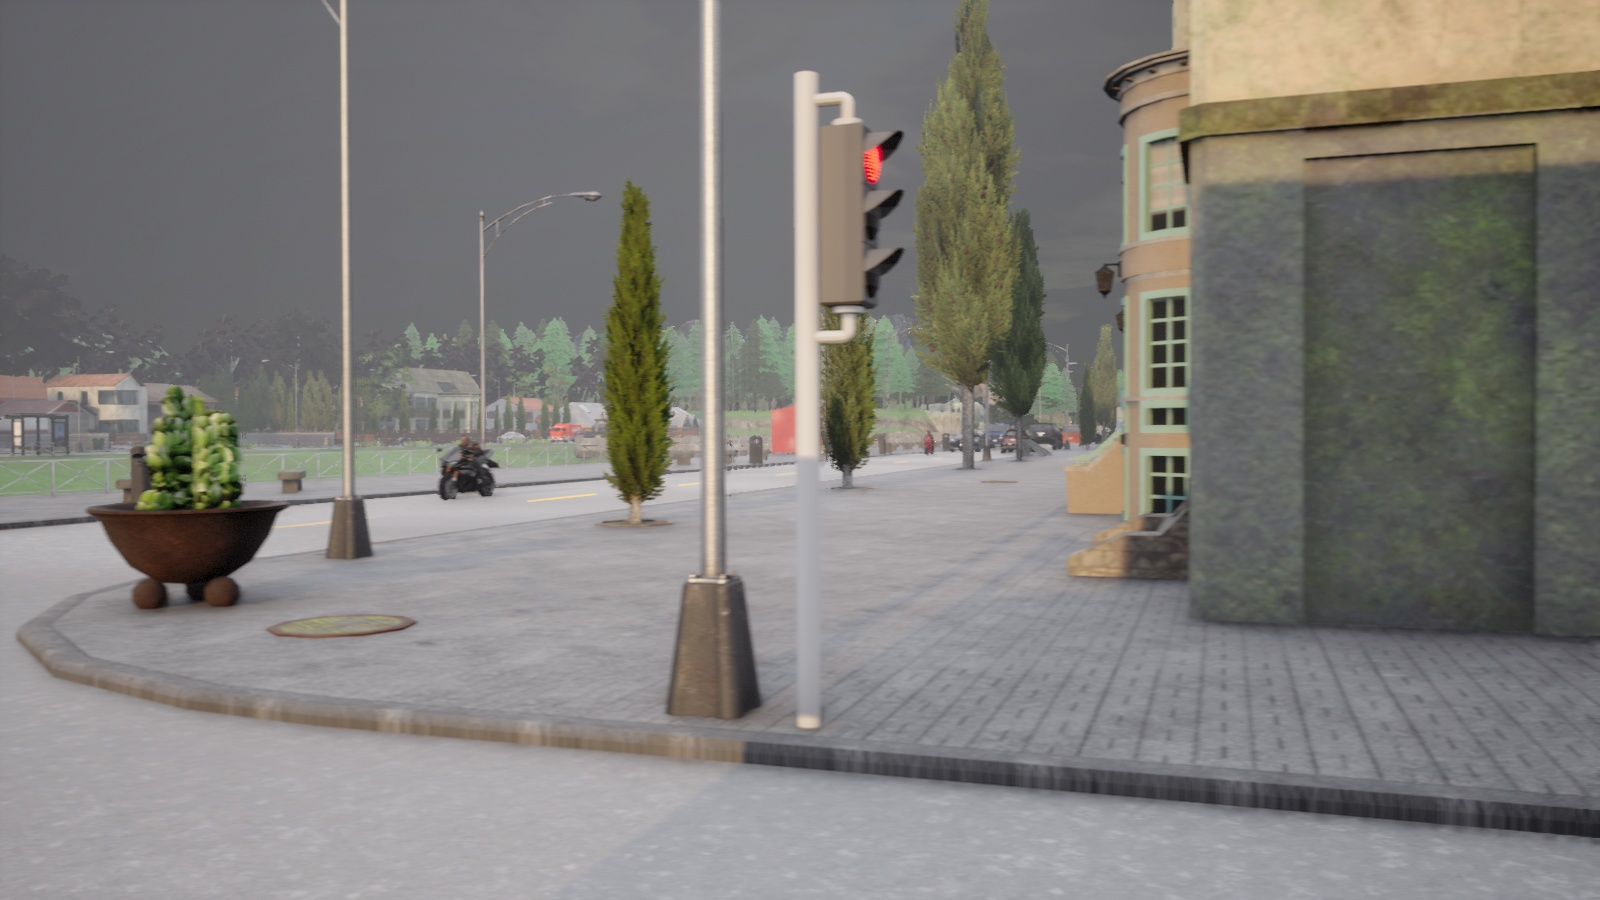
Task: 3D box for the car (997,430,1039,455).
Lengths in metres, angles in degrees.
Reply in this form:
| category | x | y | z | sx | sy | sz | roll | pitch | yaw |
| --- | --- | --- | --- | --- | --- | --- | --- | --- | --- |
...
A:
| category | x | y | z | sx | sy | sz | roll | pitch | yaw |
| --- | --- | --- | --- | --- | --- | --- | --- | --- | --- |
| car | 14.466 | -0.519 | 83.081 | 2.033 | 1.649 | 4.856 | 1 | 1 | 19 |

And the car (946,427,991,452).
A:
| category | x | y | z | sx | sy | sz | roll | pitch | yaw |
| --- | --- | --- | --- | --- | --- | --- | --- | --- | --- |
| car | 11.785 | -0.754 | 87.650 | 2.152 | 1.651 | 5.027 | 1 | 1 | 19 |

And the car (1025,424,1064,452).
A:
| category | x | y | z | sx | sy | sz | roll | pitch | yaw |
| --- | --- | --- | --- | --- | --- | --- | --- | --- | --- |
| car | 18.571 | -0.910 | 95.266 | 2.150 | 2.045 | 5.566 | 1 | 1 | 19 |

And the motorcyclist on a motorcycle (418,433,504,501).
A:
| category | x | y | z | sx | sy | sz | roll | pitch | yaw |
| --- | --- | --- | --- | --- | --- | --- | --- | --- | --- |
| motorcyclist on a motorcycle | -7.873 | 0.363 | 29.289 | 0.866 | 1.530 | 2.191 | 1 | 1 | 19 |
